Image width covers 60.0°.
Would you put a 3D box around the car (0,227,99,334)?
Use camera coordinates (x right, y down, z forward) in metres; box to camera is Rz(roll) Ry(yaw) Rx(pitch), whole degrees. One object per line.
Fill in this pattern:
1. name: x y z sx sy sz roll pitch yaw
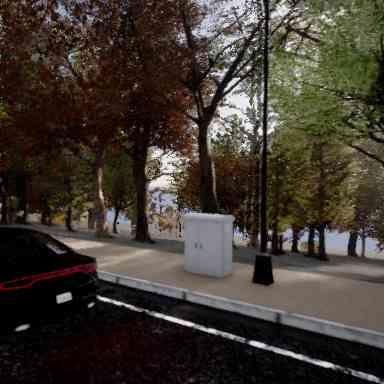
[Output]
1. car: -3.950 1.431 6.500 5.008 1.535 1.882 1 0 36
